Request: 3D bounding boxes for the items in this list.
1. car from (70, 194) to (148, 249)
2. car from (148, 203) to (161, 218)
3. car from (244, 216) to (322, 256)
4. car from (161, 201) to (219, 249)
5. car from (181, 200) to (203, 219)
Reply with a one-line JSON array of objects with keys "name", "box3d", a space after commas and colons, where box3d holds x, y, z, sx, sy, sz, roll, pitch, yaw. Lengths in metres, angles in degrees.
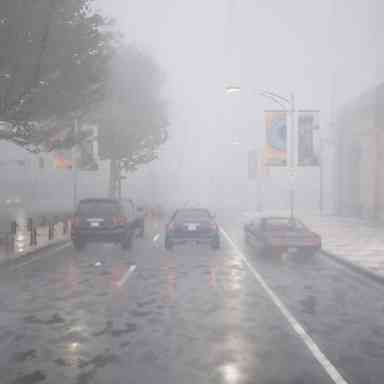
[{"name": "car", "box3d": [-3.500, 1.256, 14.680, 2.150, 2.045, 5.566, 0, 0, 0]}, {"name": "car", "box3d": [-3.500, 1.615, 29.680, 1.895, 1.301, 4.718, 0, 0, 0]}, {"name": "car", "box3d": [3.249, 1.592, 12.948, 1.895, 1.301, 4.718, 0, 0, 0]}, {"name": "car", "box3d": [0.000, 1.364, 14.620, 2.097, 1.767, 4.553, 0, 0, 0]}, {"name": "car", "box3d": [0.000, 1.531, 29.650, 1.812, 1.442, 4.674, 0, 0, 0]}]
